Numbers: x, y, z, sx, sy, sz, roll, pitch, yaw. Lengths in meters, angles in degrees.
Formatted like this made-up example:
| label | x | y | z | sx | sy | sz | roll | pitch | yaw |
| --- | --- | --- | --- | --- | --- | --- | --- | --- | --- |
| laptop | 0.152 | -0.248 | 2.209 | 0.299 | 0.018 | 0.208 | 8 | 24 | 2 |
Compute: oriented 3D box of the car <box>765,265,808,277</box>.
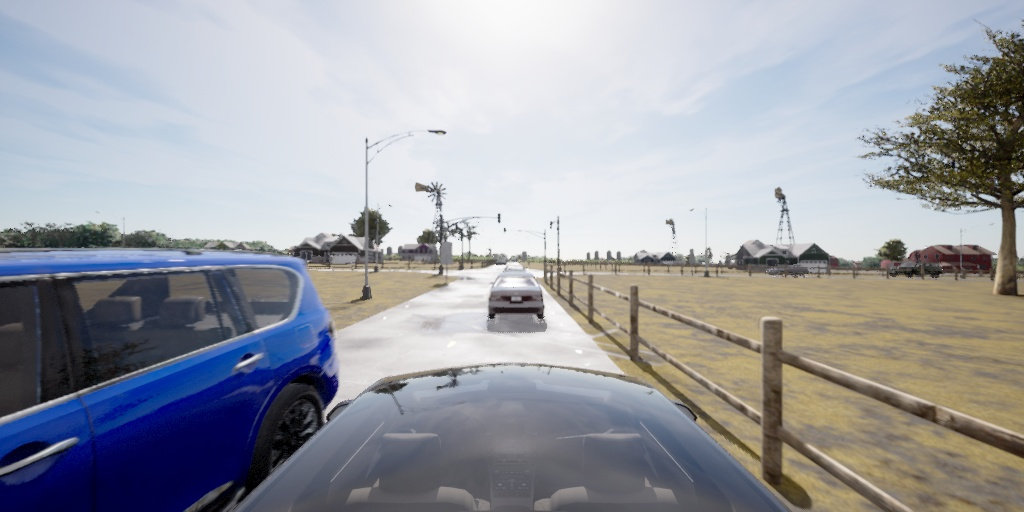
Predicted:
| label | x | y | z | sx | sy | sz | roll | pitch | yaw |
| --- | --- | --- | --- | --- | --- | --- | --- | --- | --- |
| car | 35.645 | 1.899 | 46.645 | 4.902 | 1.511 | 2.128 | 1 | -2 | 1 |

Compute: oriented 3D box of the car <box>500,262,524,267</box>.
| label | x | y | z | sx | sy | sz | roll | pitch | yaw |
| --- | --- | --- | --- | --- | --- | --- | --- | --- | --- |
| car | 0.275 | 1.356 | 28.963 | 1.895 | 1.301 | 4.718 | 0 | 0 | 2 |

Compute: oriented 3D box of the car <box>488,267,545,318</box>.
| label | x | y | z | sx | sy | sz | roll | pitch | yaw |
| --- | --- | --- | --- | --- | --- | --- | --- | --- | --- |
| car | 0.136 | 1.286 | 12.897 | 2.033 | 1.411 | 5.357 | 0 | 0 | 0 |

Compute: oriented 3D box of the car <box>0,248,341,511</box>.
| label | x | y | z | sx | sy | sz | roll | pitch | yaw |
| --- | --- | --- | --- | --- | --- | --- | --- | --- | --- |
| car | -2.852 | 0.971 | 1.461 | 2.150 | 2.045 | 5.566 | 0 | 0 | 0 |

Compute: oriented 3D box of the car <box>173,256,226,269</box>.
| label | x | y | z | sx | sy | sz | roll | pitch | yaw |
| --- | --- | --- | --- | --- | --- | --- | --- | --- | --- |
| car | -37.748 | 0.795 | 43.374 | 4.892 | 1.490 | 1.837 | 0 | -2 | 1 |
